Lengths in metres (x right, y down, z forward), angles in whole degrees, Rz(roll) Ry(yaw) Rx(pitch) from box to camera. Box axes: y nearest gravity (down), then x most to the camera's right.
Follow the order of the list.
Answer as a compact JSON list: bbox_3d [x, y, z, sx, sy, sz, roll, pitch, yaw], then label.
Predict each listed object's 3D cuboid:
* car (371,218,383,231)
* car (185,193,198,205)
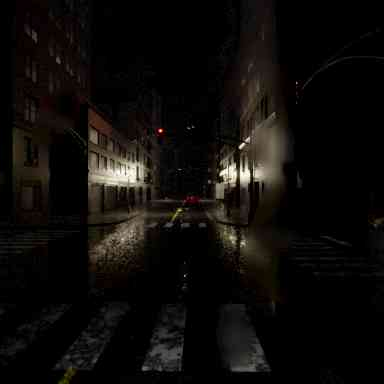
[{"bbox_3d":[12.383,1.514,18.053,4.829,1.417,1.752,0,0,0],"label":"car"},{"bbox_3d":[-0.031,1.185,59.548,2.150,2.045,5.566,0,0,0],"label":"car"}]
